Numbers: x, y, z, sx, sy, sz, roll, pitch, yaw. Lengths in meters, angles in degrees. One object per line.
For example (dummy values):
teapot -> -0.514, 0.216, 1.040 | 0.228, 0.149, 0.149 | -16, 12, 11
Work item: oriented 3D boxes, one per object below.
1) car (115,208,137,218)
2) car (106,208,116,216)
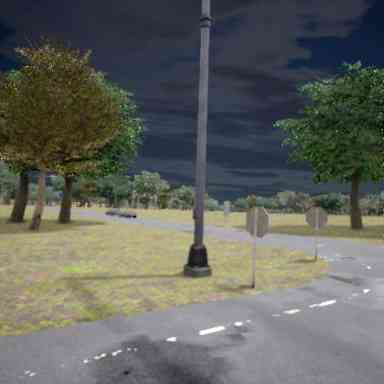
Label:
car -> -10.880, 3.699, 56.347 | 1.994, 1.385, 4.181 | 4, -3, -32
car -> -14.634, 3.725, 62.159 | 2.128, 1.511, 4.902 | 4, -3, -32
